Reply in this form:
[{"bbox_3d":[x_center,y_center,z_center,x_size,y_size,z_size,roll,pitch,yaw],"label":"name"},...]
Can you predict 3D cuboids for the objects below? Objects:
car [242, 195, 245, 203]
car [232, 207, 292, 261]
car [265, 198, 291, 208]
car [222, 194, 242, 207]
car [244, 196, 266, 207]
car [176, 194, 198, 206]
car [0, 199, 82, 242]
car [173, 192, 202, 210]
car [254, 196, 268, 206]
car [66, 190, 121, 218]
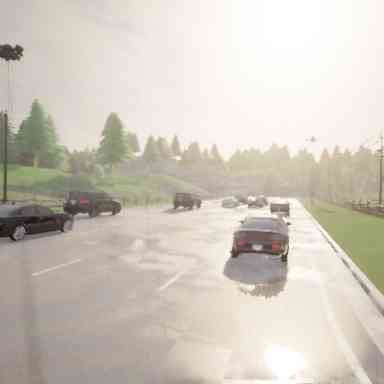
[{"bbox_3d":[8.311,1.195,56.792,2.097,1.767,4.553,1,0,16],"label":"car"},{"bbox_3d":[2.632,1.507,12.287,1.812,1.442,4.674,1,0,16],"label":"car"},{"bbox_3d":[8.922,1.477,33.695,2.128,1.511,4.902,1,0,16],"label":"car"},{"bbox_3d":[5.523,1.367,47.314,1.812,1.442,4.674,1,0,16],"label":"car"},{"bbox_3d":[8.861,1.514,46.267,1.895,1.301,4.718,1,0,16],"label":"car"},{"bbox_3d":[-0.689,1.177,50.636,1.882,1.535,5.008,1,1,16],"label":"car"},{"bbox_3d":[-7.473,1.244,15.126,1.882,1.535,5.008,1,0,16],"label":"car"},{"bbox_3d":[-0.475,0.992,38.932,2.150,2.045,5.566,1,0,16],"label":"car"},{"bbox_3d":[11.674,1.420,55.835,1.837,1.490,4.892,1,0,16],"label":"car"},{"bbox_3d":[-7.785,0.915,26.462,2.150,2.045,5.566,1,0,16],"label":"car"}]
